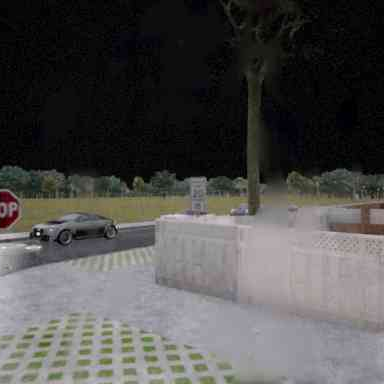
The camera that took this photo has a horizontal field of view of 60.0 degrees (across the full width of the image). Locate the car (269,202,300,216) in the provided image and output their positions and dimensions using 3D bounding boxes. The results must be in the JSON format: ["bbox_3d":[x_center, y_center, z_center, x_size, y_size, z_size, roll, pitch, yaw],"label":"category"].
[{"bbox_3d":[11.478,2.067,40.894,2.128,1.511,4.902,0,-1,36],"label":"car"}]

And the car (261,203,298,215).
[{"bbox_3d":[8.014,2.011,30.941,1.994,1.385,4.181,0,-1,35],"label":"car"}]

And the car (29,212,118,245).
[{"bbox_3d":[-5.738,1.722,16.538,1.994,1.385,4.181,0,-1,35],"label":"car"}]

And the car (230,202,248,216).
[{"bbox_3d":[5.565,1.786,32.563,2.097,1.767,4.553,0,-1,35],"label":"car"}]

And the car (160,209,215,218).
[{"bbox_3d":[-0.256,1.893,24.325,1.895,1.301,4.718,0,-1,35],"label":"car"}]
